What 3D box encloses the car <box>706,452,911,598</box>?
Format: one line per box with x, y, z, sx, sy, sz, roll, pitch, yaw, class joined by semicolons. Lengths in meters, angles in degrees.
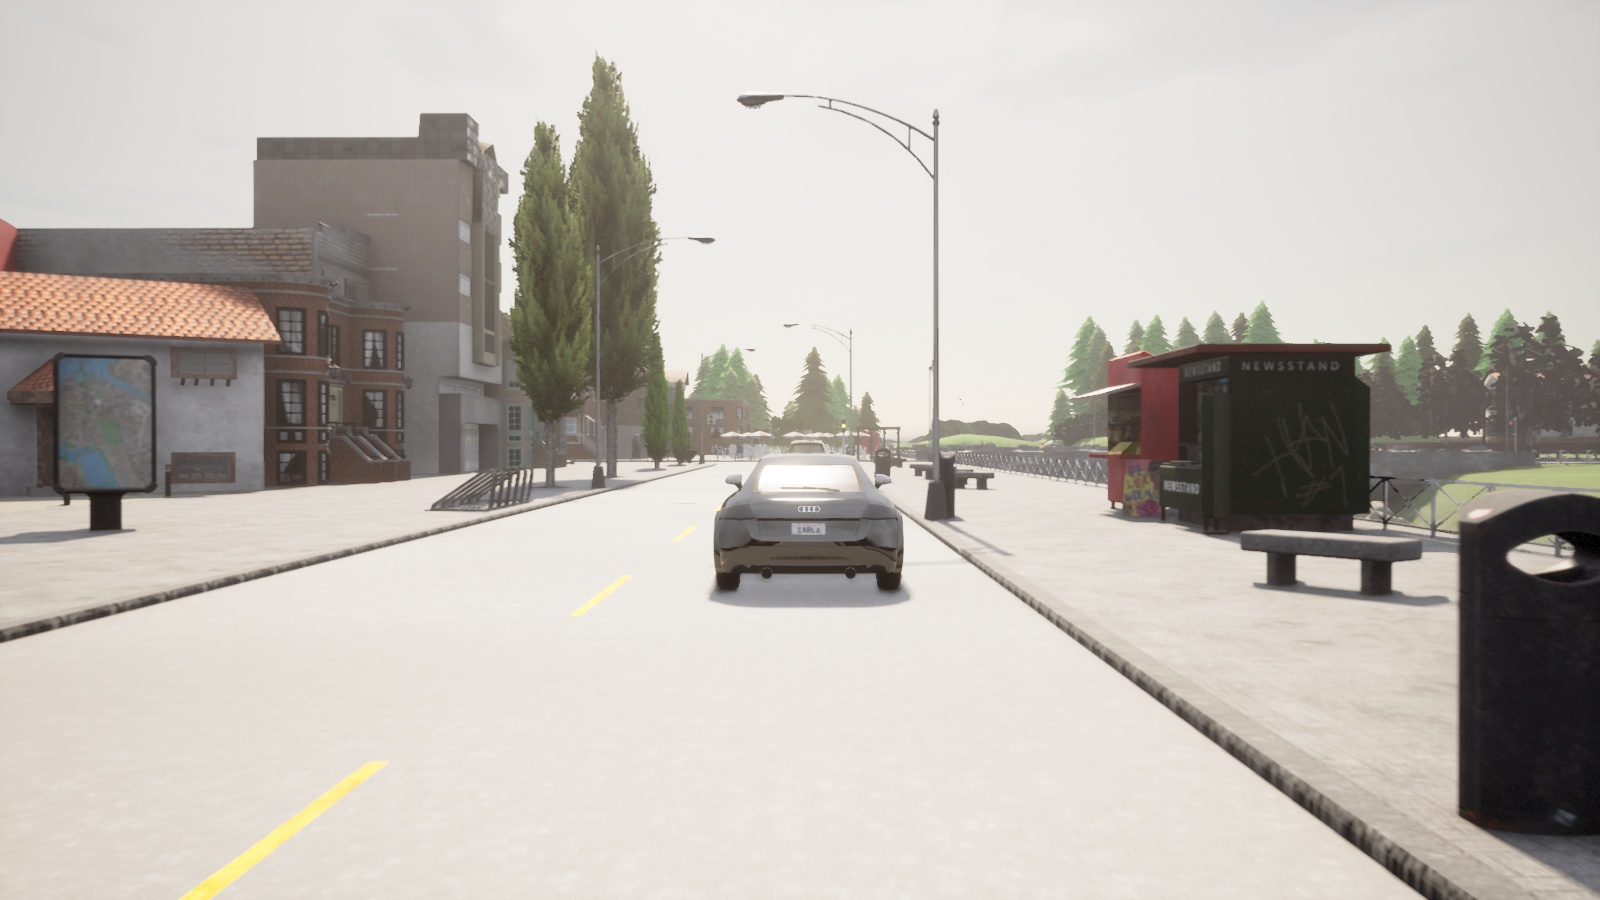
0.095;0.730;14.294;1.994;1.385;4.181;0;0;0;car

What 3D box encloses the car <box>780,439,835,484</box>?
0.284;0.404;48.447;2.033;1.649;4.856;0;0;0;car
